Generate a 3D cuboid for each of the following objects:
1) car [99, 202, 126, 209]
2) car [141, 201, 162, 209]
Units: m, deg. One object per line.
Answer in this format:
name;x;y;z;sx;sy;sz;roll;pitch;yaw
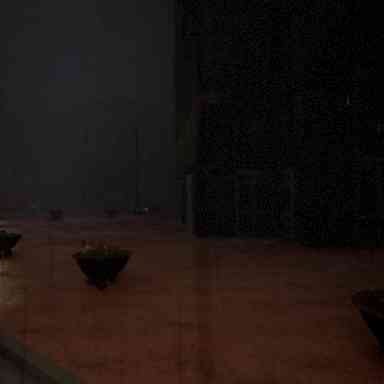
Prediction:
car;-14.611;2.499;61.184;1.895;1.301;4.718;-1;-1;39
car;-7.775;2.484;64.059;1.812;1.442;4.674;-1;-1;39
